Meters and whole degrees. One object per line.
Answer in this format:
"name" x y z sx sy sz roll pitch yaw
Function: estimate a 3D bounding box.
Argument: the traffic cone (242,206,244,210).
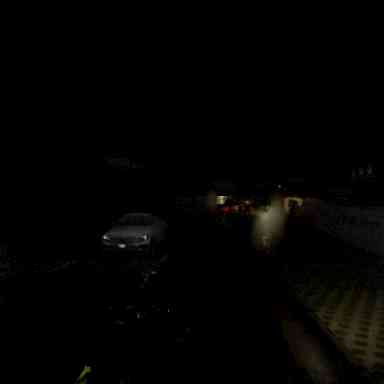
"traffic cone" 6.828 2.077 44.256 0.340 0.580 0.340 0 0 13

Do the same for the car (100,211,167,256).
"car" -2.151 1.549 13.505 1.812 1.442 4.674 0 0 5

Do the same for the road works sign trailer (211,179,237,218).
"road works sign trailer" 3.125 0.538 31.773 2.380 3.560 2.880 0 0 13

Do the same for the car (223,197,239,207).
"car" 6.495 1.656 54.631 1.882 1.535 5.008 0 0 19
